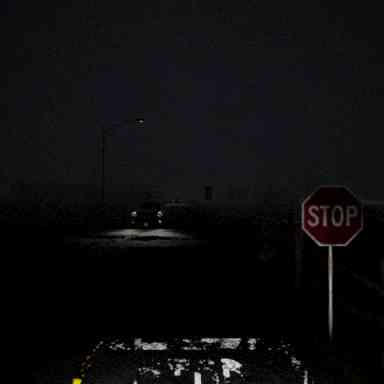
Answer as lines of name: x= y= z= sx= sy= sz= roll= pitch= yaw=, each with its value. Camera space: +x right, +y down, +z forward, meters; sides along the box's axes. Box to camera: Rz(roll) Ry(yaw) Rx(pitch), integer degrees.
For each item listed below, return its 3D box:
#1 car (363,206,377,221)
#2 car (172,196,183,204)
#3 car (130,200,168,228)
car: x=13.701 y=1.807 z=28.658 sx=4.674 sy=1.442 sz=1.812 roll=1 pitch=-1 yaw=-19
car: x=-2.795 y=1.615 z=66.844 sx=1.837 sy=1.490 sz=4.892 roll=0 pitch=0 yaw=0
car: x=-2.763 y=1.367 z=22.246 sx=2.097 sy=1.767 sz=4.553 roll=0 pitch=0 yaw=0
